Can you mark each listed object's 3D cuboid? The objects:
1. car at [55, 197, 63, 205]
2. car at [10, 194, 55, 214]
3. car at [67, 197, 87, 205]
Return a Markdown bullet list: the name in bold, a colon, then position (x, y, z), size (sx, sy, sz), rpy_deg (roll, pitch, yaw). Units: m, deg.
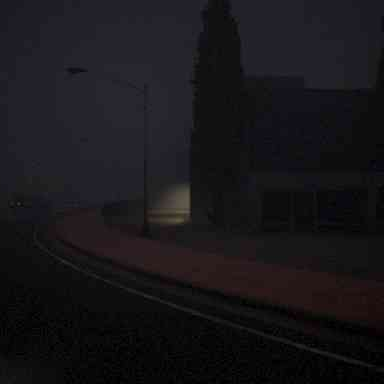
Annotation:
- **car**: position (-24.129, 1.623, 57.676), size (2.033, 1.411, 5.357), rpy_deg (0, 0, 1)
- **car**: position (-17.107, 1.259, 35.455), size (2.150, 2.045, 5.566), rpy_deg (0, 0, -1)
- **car**: position (-20.600, 1.645, 59.952), size (2.033, 1.411, 5.357), rpy_deg (0, 0, 1)
